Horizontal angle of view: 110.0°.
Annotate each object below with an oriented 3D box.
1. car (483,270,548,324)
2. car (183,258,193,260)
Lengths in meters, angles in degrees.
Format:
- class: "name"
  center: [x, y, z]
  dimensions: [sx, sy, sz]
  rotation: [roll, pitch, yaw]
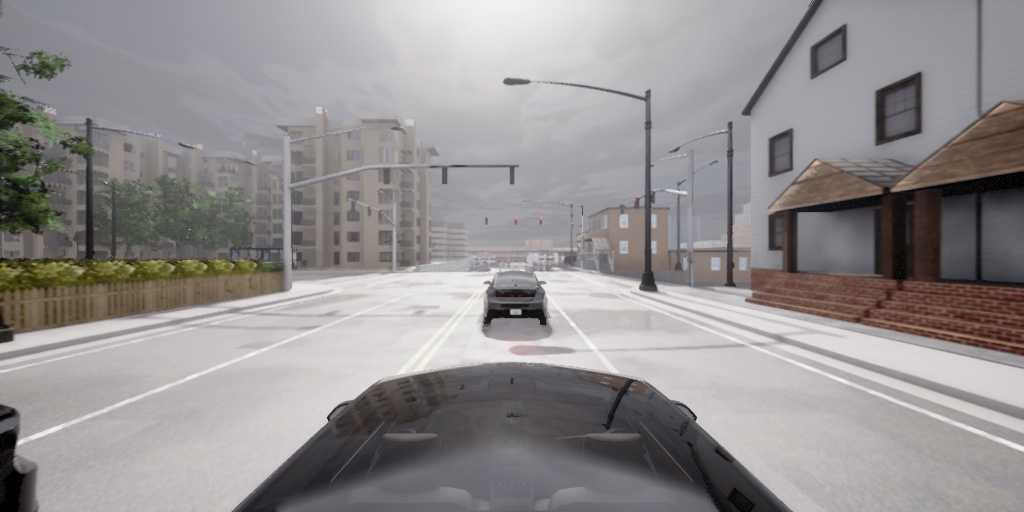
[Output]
- class: "car"
  center: [0.102, 1.234, 11.878]
  dimensions: [1.837, 1.490, 4.892]
  rotation: [0, 0, 0]
- class: "car"
  center: [-25.573, 1.048, 29.441]
  dimensions: [4.553, 1.767, 2.097]
  rotation: [0, 0, 1]
